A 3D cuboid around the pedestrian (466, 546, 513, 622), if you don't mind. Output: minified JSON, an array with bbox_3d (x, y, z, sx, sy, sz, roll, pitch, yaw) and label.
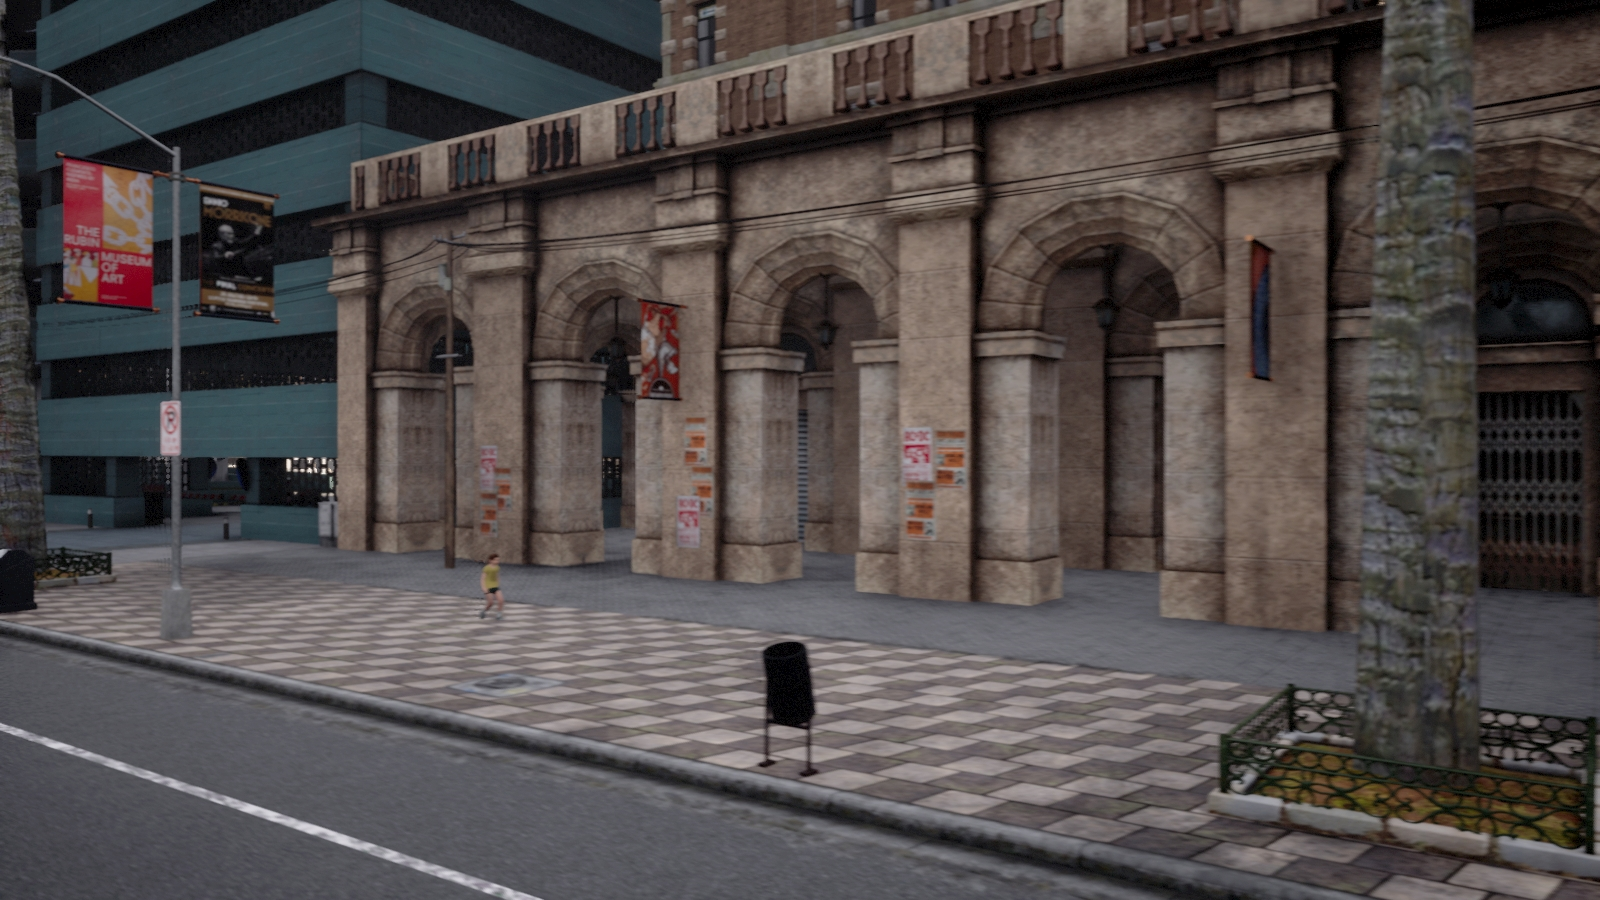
[{"bbox_3d":[-4.834,2.076,17.806,0.500,1.100,0.500,0,0,35],"label":"pedestrian"}]
